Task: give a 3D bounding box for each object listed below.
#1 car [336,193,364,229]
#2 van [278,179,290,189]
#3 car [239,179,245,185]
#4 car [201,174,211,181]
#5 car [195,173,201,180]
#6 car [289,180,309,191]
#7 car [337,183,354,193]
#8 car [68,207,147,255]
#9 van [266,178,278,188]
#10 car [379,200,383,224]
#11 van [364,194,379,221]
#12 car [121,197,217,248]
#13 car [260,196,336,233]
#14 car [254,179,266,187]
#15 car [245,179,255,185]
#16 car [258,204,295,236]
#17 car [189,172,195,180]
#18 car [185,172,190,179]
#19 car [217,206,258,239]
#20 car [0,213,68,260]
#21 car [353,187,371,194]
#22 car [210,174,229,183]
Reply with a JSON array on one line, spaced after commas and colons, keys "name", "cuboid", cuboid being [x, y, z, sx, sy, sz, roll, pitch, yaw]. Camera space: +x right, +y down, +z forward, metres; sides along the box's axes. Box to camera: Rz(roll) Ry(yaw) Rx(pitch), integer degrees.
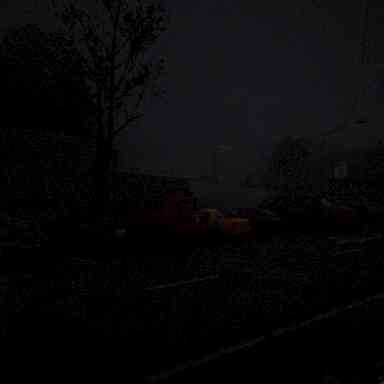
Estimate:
[{"name": "car", "cuboid": [7.907, 1.267, 21.967, 5.566, 2.045, 2.435, -1, -1, 35]}, {"name": "van", "cuboid": [19.292, -1.490, 66.048, 1.878, 1.987, 4.442, 7, 4, 35]}, {"name": "car", "cuboid": [12.462, -2.317, 76.065, 2.002, 1.452, 4.674, 7, 3, 35]}, {"name": "car", "cuboid": [5.551, -3.698, 85.867, 2.435, 2.045, 5.566, 7, 4, 34]}, {"name": "car", "cuboid": [3.769, -3.850, 88.342, 2.185, 1.767, 4.553, 6, 3, 34]}, {"name": "car", "cuboid": [21.040, -0.992, 63.677, 2.231, 1.521, 4.892, 7, 3, 35]}, {"name": "car", "cuboid": [26.216, -0.426, 56.267, 2.435, 2.045, 5.566, 7, 3, 35]}, {"name": "car", "cuboid": [-4.446, 1.524, 13.363, 4.792, 1.488, 2.163, -1, -1, 35]}, {"name": "van", "cuboid": [17.574, -1.764, 68.527, 1.878, 1.987, 4.442, 7, 4, 35]}, {"name": "car", "cuboid": [12.870, 1.403, 25.364, 4.553, 1.767, 2.185, -1, -1, 36]}, {"name": "van", "cuboid": [10.453, 1.297, 23.625, 4.442, 1.987, 1.878, -1, -1, 35]}, {"name": "car", "cuboid": [-1.993, 1.248, 15.096, 5.566, 2.045, 2.435, -1, -1, 35]}, {"name": "car", "cuboid": [5.385, 1.263, 20.274, 5.566, 2.045, 2.435, -1, -1, 35]}, {"name": "car", "cuboid": [16.013, -1.812, 71.266, 1.946, 1.575, 5.366, 7, 3, 35]}, {"name": "car", "cuboid": [14.192, -2.043, 73.595, 2.002, 1.452, 4.674, 7, 4, 35]}, {"name": "car", "cuboid": [2.950, 1.549, 18.528, 4.674, 1.452, 2.002, -1, -1, 35]}, {"name": "car", "cuboid": [2.051, -4.085, 90.820, 2.185, 1.767, 4.553, 4, 1, 34]}, {"name": "car", "cuboid": [0.290, -4.362, 93.176, 2.435, 2.045, 5.566, 1, -1, 35]}, {"name": "car", "cuboid": [0.336, 1.503, 16.913, 5.366, 1.575, 1.946, -1, -1, 35]}, {"name": "car", "cuboid": [-6.874, 1.493, 11.628, 4.892, 1.521, 2.231, -1, -1, 35]}, {"name": "car", "cuboid": [27.895, 0.137, 53.787, 2.002, 1.452, 4.674, 7, 3, 35]}, {"name": "car", "cuboid": [7.392, -3.176, 83.599, 1.946, 1.575, 5.366, 7, 3, 34]}]
